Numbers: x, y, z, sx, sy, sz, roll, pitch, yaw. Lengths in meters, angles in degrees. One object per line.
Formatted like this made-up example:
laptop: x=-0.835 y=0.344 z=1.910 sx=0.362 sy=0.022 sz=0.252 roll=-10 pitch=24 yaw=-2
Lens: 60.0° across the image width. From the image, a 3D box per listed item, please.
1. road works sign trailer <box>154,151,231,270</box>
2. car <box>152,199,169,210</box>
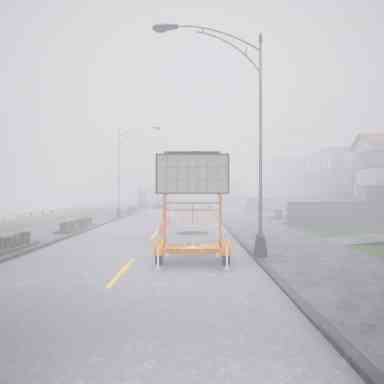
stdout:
road works sign trailer: x=0.016 y=0.464 z=10.994 sx=2.380 sy=3.560 sz=2.880 roll=0 pitch=0 yaw=0
car: x=-3.935 y=1.547 z=42.250 sx=2.033 sy=1.411 sz=5.357 roll=0 pitch=0 yaw=0
